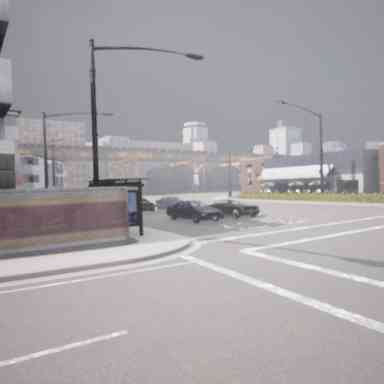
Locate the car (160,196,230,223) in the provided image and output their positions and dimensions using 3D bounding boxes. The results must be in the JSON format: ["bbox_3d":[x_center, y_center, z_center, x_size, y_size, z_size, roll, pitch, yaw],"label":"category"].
[{"bbox_3d":[0.052,1.299,23.553,2.033,1.411,5.357,-2,1,-32],"label":"car"}]

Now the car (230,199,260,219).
[{"bbox_3d":[3.011,1.227,25.427,1.895,1.301,4.718,-2,1,-32],"label":"car"}]

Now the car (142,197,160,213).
[{"bbox_3d":[-5.253,1.207,32.311,1.882,1.535,5.008,-2,1,-31],"label":"car"}]
